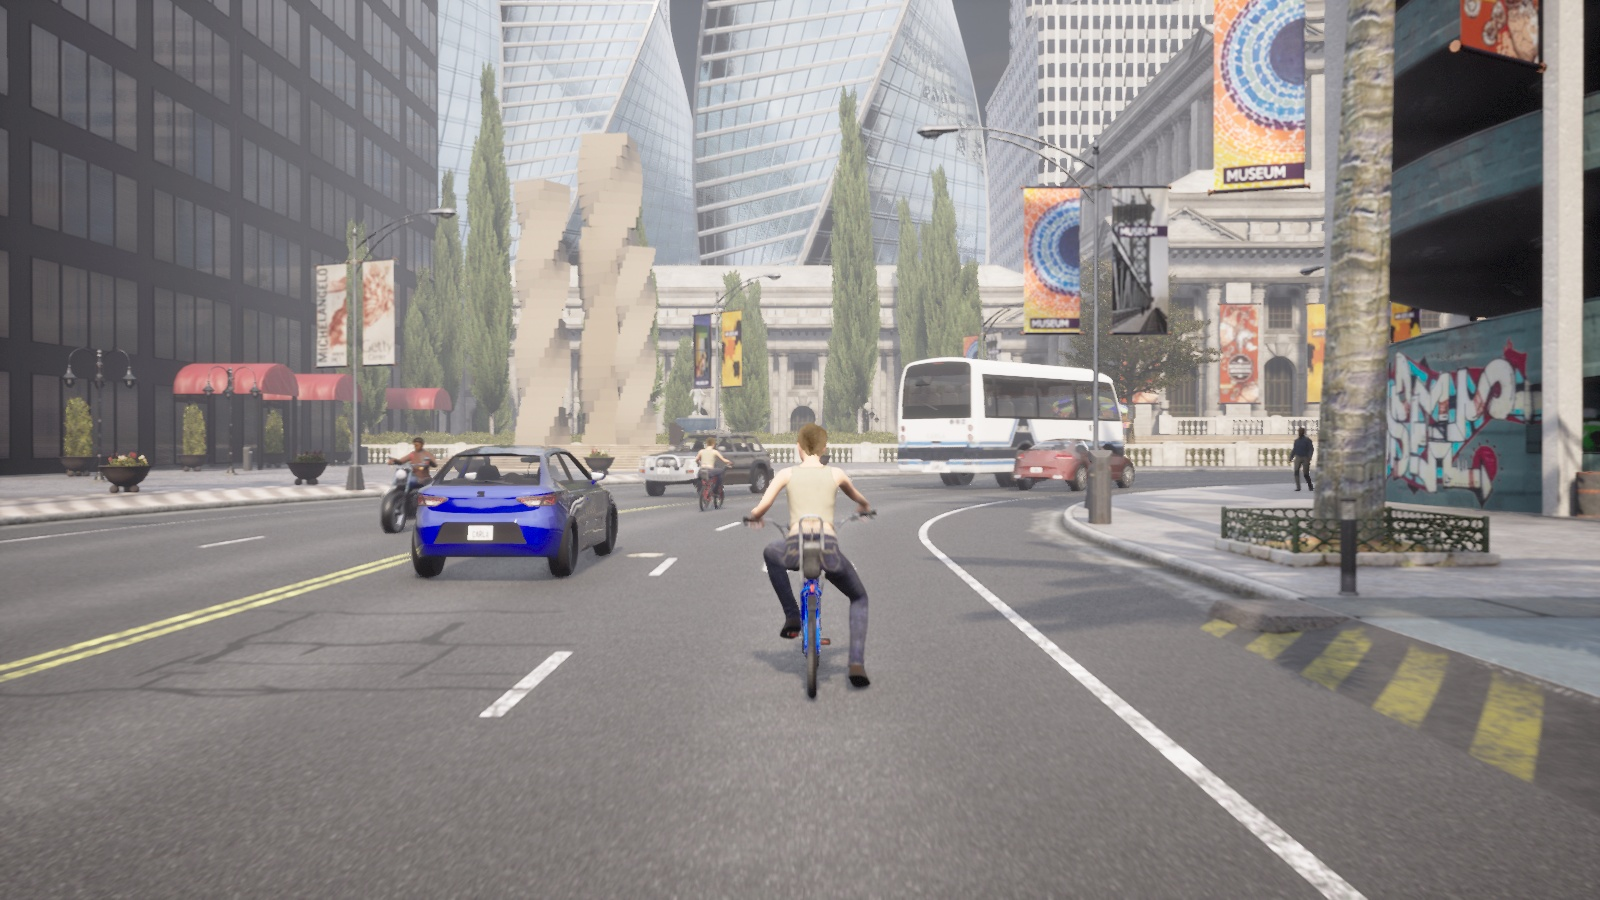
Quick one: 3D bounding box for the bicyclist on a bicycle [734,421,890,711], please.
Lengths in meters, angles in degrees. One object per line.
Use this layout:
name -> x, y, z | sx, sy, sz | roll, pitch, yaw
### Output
bicyclist on a bicycle -> 0.070, 0.639, 7.733 | 0.866, 1.612, 1.509 | 0, 0, 0

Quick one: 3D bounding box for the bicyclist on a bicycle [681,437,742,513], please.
bicyclist on a bicycle -> -1.916, 0.527, 27.478 | 0.866, 1.612, 1.509 | 1, 0, 15

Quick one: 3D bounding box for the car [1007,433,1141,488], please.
car -> 8.818, 0.306, 40.116 | 2.152, 1.651, 5.027 | 0, 0, 39

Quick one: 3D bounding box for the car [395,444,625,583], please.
car -> -3.379, 0.670, 15.467 | 1.816, 1.474, 4.193 | 0, 0, 1

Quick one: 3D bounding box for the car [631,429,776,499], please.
car -> -2.635, 0.361, 35.504 | 1.932, 1.855, 4.605 | 0, 0, 28

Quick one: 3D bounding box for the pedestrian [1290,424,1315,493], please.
pedestrian -> 13.553, 0.223, 33.883 | 0.726, 1.835, 0.370 | 0, 0, -45

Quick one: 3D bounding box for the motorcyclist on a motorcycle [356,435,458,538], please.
motorcyclist on a motorcycle -> -6.630, 0.571, 21.343 | 0.766, 1.649, 2.350 | 0, 1, 6

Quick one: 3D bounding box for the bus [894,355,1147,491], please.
bus -> 8.070, -0.874, 44.460 | 3.944, 4.253, 10.273 | 0, 0, 42
